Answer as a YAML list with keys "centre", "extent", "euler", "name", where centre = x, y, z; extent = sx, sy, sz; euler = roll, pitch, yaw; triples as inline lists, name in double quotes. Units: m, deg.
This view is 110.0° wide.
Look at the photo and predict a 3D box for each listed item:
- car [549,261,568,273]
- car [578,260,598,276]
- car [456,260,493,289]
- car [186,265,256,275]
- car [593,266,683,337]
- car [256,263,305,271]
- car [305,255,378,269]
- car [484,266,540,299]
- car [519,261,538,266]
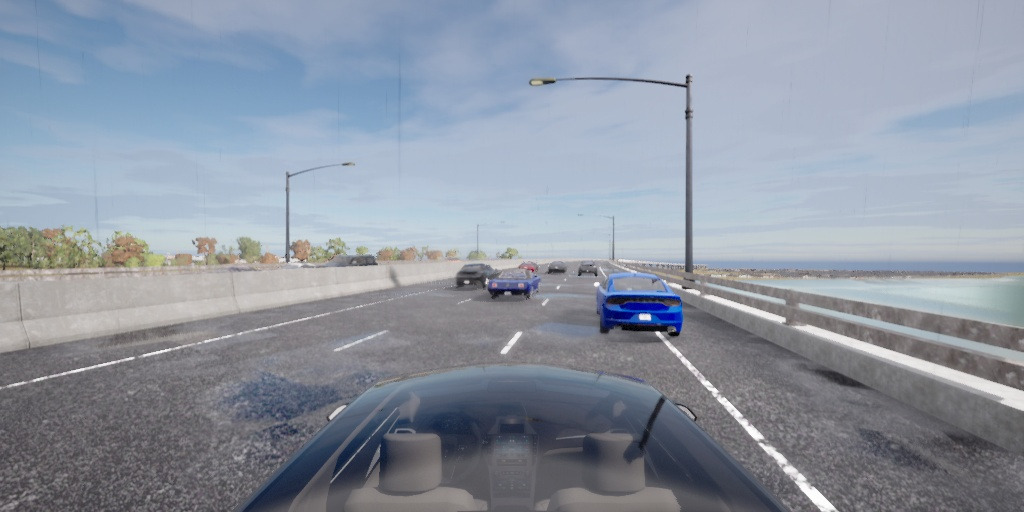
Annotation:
- centre: [5.506, 1.311, 42.480]
  extent: [1.994, 1.385, 4.181]
  euler: [0, 0, 12]
  name: "car"
- centre: [7.794, 1.236, 36.737]
  extent: [2.128, 1.511, 4.902]
  euler: [0, 0, 13]
  name: "car"
- centre: [-2.150, 1.249, 23.469]
  extent: [1.837, 1.490, 4.892]
  euler: [0, 0, 12]
  name: "car"
- centre: [-19.866, 1.341, 25.206]
  extent: [1.895, 1.301, 4.718]
  euler: [0, 0, 12]
  name: "car"
- centre: [3.478, 1.224, 10.484]
  extent: [1.882, 1.535, 5.008]
  euler: [0, 0, 11]
  name: "car"
- centre: [-15.994, 1.267, 26.616]
  extent: [1.812, 1.442, 4.674]
  euler: [0, 0, 12]
  name: "car"
- centre: [-12.341, 0.963, 27.013]
  extent: [2.150, 2.045, 5.566]
  euler: [0, 0, 12]
  name: "car"
- centre: [0.283, 1.344, 17.984]
  extent: [1.895, 1.301, 4.718]
  euler: [0, 0, 12]
  name: "car"
- centre: [2.007, 1.311, 42.875]
  extent: [1.994, 1.385, 4.181]
  euler: [0, 0, 12]
  name: "car"
